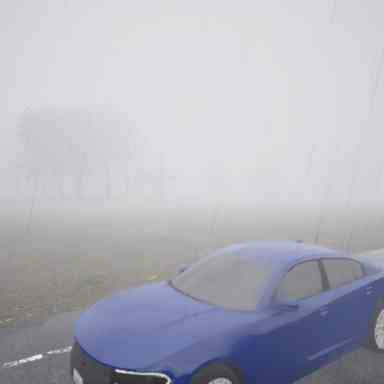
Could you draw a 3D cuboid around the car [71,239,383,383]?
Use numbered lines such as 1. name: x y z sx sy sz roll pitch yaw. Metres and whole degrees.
1. car: 0.973 1.477 4.556 5.008 1.535 1.882 0 0 -35
